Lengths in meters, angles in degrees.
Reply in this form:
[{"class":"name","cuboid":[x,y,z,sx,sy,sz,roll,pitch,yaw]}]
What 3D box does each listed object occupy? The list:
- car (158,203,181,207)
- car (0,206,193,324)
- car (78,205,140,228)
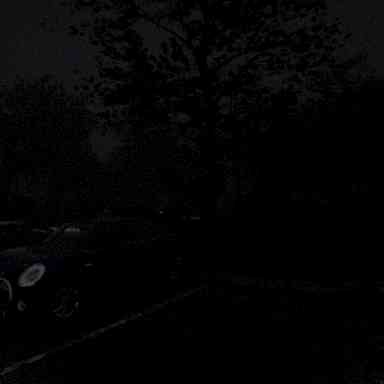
[{"class":"car","cuboid":[-1.824,1.673,27.541,1.812,1.442,4.674,-3,-1,35]},{"class":"car","cuboid":[-2.161,1.352,7.390,2.185,1.767,4.553,0,0,35]},{"class":"car","cuboid":[-6.465,1.875,26.511,1.812,1.442,4.674,-3,-1,35]}]
